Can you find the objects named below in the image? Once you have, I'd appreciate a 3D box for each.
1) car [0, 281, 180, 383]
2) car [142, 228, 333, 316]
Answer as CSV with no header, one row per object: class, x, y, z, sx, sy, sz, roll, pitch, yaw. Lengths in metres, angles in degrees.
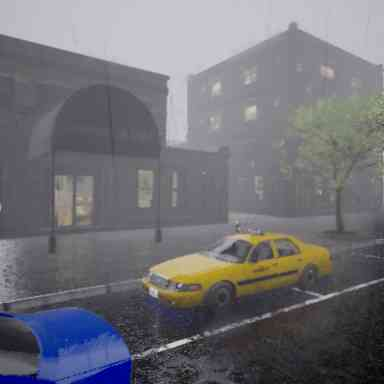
car,-2.678,1.474,1.457,5.008,1.535,1.882,0,0,-35
car,1.255,1.538,7.532,4.829,1.417,1.752,0,0,-36
